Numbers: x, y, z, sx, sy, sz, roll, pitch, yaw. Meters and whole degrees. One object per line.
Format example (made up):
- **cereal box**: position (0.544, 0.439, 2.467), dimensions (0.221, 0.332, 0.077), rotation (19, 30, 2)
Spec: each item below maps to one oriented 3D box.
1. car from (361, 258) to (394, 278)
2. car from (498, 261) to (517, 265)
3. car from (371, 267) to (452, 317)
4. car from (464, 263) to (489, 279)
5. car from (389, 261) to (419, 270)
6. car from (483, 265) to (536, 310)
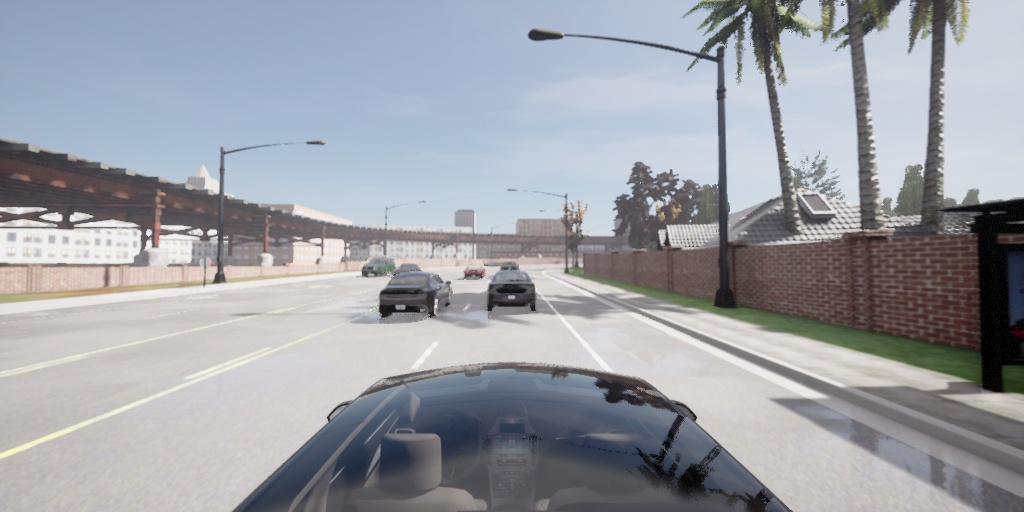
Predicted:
- **car**: position (-14.387, 1.235, 39.088), dimensions (2.150, 2.045, 5.566), rotation (0, 0, 0)
- **car**: position (-0.231, 1.365, 40.356), dimensions (2.097, 1.767, 4.553), rotation (0, 0, 0)
- **car**: position (-3.512, 1.368, 13.685), dimensions (1.837, 1.490, 4.892), rotation (0, 0, 0)
- **car**: position (-3.703, 1.594, 36.379), dimensions (1.895, 1.301, 4.718), rotation (0, 0, 0)
- **car**: position (-10.866, 1.507, 37.579), dimensions (1.837, 1.490, 4.892), rotation (0, 0, 0)
- **car**: position (-0.025, 1.349, 15.408), dimensions (1.882, 1.535, 5.008), rotation (0, 0, 0)
